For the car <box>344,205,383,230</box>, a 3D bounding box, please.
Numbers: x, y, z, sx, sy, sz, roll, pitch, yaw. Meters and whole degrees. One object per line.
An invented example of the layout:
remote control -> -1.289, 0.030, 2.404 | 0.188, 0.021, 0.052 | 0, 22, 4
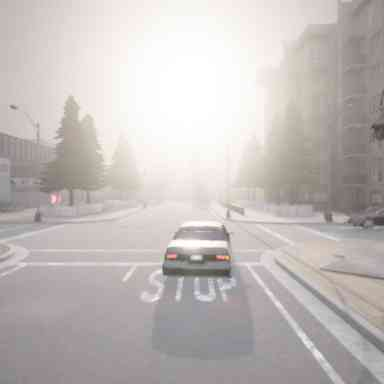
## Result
car -> 12.350, 1.586, 21.317 | 4.902, 1.511, 2.128 | 0, 0, 1

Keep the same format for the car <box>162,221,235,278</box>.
car -> 0.343, 1.601, 10.315 | 2.033, 1.411, 5.357 | 0, 0, 5
